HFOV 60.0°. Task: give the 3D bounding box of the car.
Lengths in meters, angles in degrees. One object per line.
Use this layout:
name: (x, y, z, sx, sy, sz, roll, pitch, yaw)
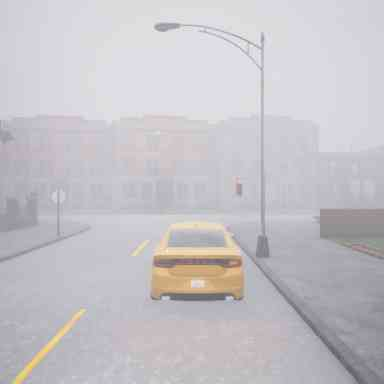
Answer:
car: (0.110, 1.478, 8.396, 1.882, 1.535, 5.008, 0, 0, 0)
